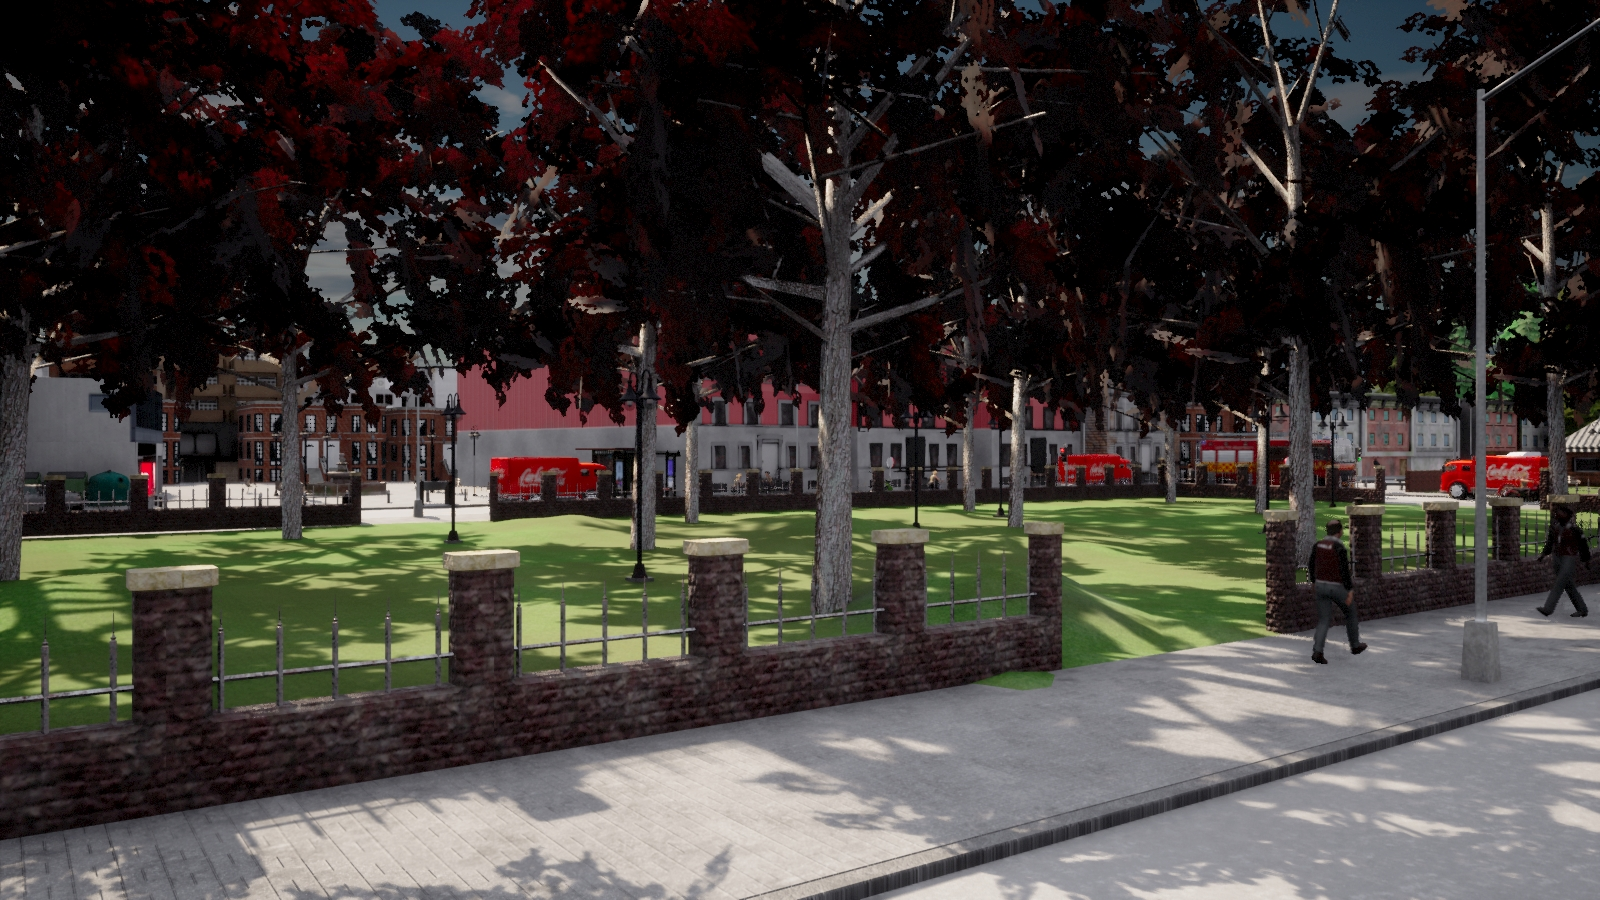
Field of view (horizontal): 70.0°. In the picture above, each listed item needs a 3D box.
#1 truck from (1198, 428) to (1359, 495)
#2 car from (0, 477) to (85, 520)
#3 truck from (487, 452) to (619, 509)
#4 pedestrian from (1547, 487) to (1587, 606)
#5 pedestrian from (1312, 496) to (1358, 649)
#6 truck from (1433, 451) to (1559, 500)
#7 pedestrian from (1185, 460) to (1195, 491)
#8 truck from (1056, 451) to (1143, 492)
[{"bbox_3d":[28.721,0.645,68.938,2.891,3.827,8.468,0,0,-43],"label":"truck"},{"bbox_3d":[-30.132,1.827,43.459,4.902,1.511,2.128,0,0,-35],"label":"car"},{"bbox_3d":[-11.187,1.336,51.853,5.204,2.467,2.627,0,0,-35],"label":"truck"},{"bbox_3d":[12.162,1.516,18.115,0.375,1.860,0.375,0,0,-15],"label":"pedestrian"},{"bbox_3d":[6.687,1.517,14.292,0.375,1.860,0.375,0,0,-29],"label":"pedestrian"},{"bbox_3d":[37.923,1.336,62.344,2.627,2.467,5.204,0,1,-35],"label":"truck"},{"bbox_3d":[22.983,1.502,67.316,0.375,1.860,0.375,0,0,-37],"label":"pedestrian"},{"bbox_3d":[19.157,1.331,73.116,5.204,2.467,2.627,-1,0,-35],"label":"truck"}]
